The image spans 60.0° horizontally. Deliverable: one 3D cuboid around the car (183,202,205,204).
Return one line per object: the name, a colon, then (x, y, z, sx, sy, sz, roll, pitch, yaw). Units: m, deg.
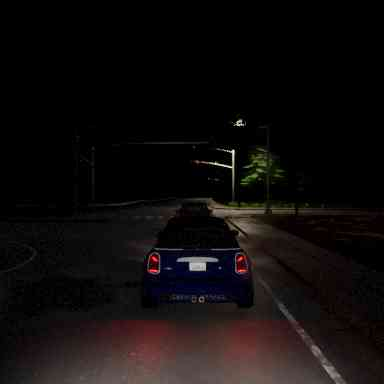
car: (0.106, 1.338, 18.181, 2.097, 1.767, 4.553, 0, 0, 0)

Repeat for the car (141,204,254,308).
car: (0.101, 1.347, 8.060, 2.097, 1.767, 4.553, 0, 0, 0)
